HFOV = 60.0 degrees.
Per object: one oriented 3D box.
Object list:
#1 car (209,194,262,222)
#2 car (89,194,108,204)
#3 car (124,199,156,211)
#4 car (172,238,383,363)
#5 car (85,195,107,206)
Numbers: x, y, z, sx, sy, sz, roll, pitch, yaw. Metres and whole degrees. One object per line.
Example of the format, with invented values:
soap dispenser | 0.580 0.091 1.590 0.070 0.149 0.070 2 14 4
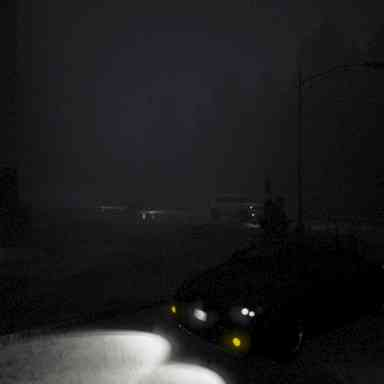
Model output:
car | 3.662 1.222 26.462 2.150 2.045 5.566 0 0 -36
car | -18.068 1.352 63.976 2.097 1.767 4.553 0 0 -35
car | -6.435 1.548 40.552 2.033 1.411 5.357 0 0 -36
car | 1.723 1.564 5.914 4.181 1.385 1.994 0 0 -36
car | -15.717 1.494 53.658 2.128 1.511 4.902 0 0 -36
